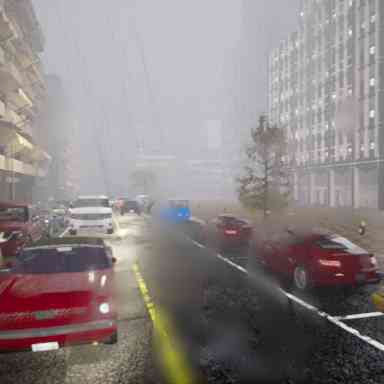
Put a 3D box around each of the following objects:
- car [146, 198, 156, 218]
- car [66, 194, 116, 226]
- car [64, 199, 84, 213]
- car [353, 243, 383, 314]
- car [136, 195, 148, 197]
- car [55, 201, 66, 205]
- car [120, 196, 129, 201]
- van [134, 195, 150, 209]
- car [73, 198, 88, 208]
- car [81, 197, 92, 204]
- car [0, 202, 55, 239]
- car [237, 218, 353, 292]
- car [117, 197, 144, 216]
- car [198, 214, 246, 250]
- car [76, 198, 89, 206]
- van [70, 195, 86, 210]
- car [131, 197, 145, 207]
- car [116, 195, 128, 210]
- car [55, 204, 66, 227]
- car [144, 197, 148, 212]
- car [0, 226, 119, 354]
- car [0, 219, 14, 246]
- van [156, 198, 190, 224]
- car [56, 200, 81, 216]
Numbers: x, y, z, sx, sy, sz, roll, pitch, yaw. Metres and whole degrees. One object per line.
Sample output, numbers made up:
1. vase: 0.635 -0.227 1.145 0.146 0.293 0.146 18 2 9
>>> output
1. car: -2.787 1.534 30.340 1.752 1.417 4.829 0 0 -15
2. car: -5.700 1.224 19.139 2.150 2.045 5.566 0 0 -15
3. car: -13.675 1.559 38.715 1.887 1.381 4.507 0 0 -15
4. car: 4.291 1.527 3.630 1.752 1.417 4.829 0 0 -15
5. car: -5.575 1.457 40.861 1.967 1.590 4.097 0 0 -15
6. car: -9.428 1.554 22.689 2.008 1.369 4.403 0 0 -15
7. car: -16.899 1.620 83.600 1.887 1.381 4.507 0 0 -15
8. van: -6.992 1.363 46.204 1.690 1.788 3.998 0 0 -15
9. car: -16.506 1.608 49.399 1.802 1.307 4.206 0 0 -15
10. car: -20.753 1.612 65.426 1.947 1.339 4.313 0 0 -15
11. car: -6.599 1.315 12.003 2.192 1.841 5.009 0 0 -15
12. car: 2.919 1.583 8.808 1.802 1.307 4.206 0 0 -15
13. car: -6.192 1.515 33.066 1.837 1.490 4.892 0 0 -15
14. car: 1.503 1.584 14.150 1.802 1.307 4.206 0 0 -15
15. car: -17.922 1.614 54.741 1.802 1.307 4.206 0 0 -15
16. van: -15.092 1.361 44.058 1.690 1.788 3.998 0 0 -15
17. car: -8.449 1.554 51.710 1.752 1.417 4.829 0 0 -15
18. car: -8.873 1.371 43.132 2.097 1.767 4.553 0 0 -15
19. car: -8.013 1.552 17.346 2.008 1.369 4.403 0 0 -15
20. car: -4.159 1.578 35.519 1.947 1.339 4.313 0 0 -15
21. car: -2.379 1.601 6.240 1.895 1.301 4.718 0 0 -15
22. car: -5.139 1.524 6.498 1.752 1.417 4.829 0 0 -15
23. van: -1.329 1.346 24.834 1.690 1.788 3.998 0 0 -15
24. car: -12.259 1.576 33.373 1.947 1.339 4.313 0 0 -15
